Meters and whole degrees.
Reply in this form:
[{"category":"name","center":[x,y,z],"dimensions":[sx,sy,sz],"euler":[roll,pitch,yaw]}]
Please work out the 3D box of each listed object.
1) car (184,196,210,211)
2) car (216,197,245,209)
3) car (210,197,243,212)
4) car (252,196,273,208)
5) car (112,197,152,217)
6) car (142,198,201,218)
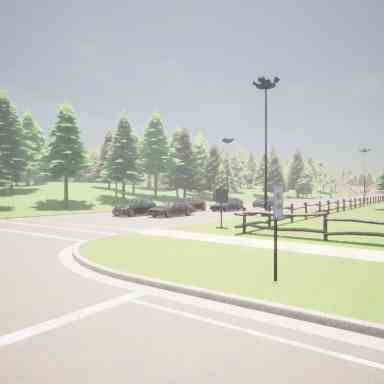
[{"category":"car","center":[-0.277,1.354,38.657],"dimensions":[2.097,1.767,4.553],"euler":[0,0,35]},{"category":"car","center":[5.469,1.508,46.822],"dimensions":[1.837,1.490,4.892],"euler":[0,0,35]},{"category":"car","center":[4.089,1.549,38.785],"dimensions":[2.033,1.411,5.357],"euler":[0,0,35]},{"category":"car","center":[10.384,1.353,47.713],"dimensions":[2.097,1.767,4.553],"euler":[0,0,35]},{"category":"car","center":[-5.370,1.354,31.410],"dimensions":[2.097,1.767,4.553],"euler":[0,0,35]},{"category":"car","center":[-1.751,1.549,30.475],"dimensions":[2.033,1.411,5.357],"euler":[0,0,35]}]
